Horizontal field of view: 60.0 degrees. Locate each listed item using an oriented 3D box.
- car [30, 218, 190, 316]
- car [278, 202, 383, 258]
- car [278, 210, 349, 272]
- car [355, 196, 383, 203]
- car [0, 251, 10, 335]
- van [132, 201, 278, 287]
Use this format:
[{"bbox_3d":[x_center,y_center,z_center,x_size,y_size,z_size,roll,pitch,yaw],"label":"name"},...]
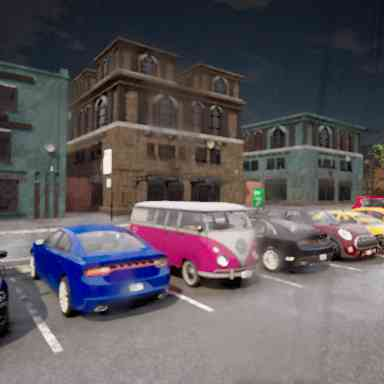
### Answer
[{"bbox_3d":[-2.390,1.484,7.733,2.097,1.535,5.008,0,0,-35],"label":"car"},{"bbox_3d":[4.489,1.371,12.684,2.185,1.767,4.553,0,0,-35],"label":"car"},{"bbox_3d":[2.143,1.494,10.965,2.231,1.521,4.892,0,0,-35],"label":"car"},{"bbox_3d":[11.220,1.256,17.411,2.435,2.045,5.566,0,0,-35],"label":"car"},{"bbox_3d":[-4.662,1.479,6.126,2.097,1.535,5.008,0,0,-35],"label":"car"},{"bbox_3d":[-0.059,1.263,9.259,1.878,1.987,4.442,0,0,-35],"label":"van"}]
